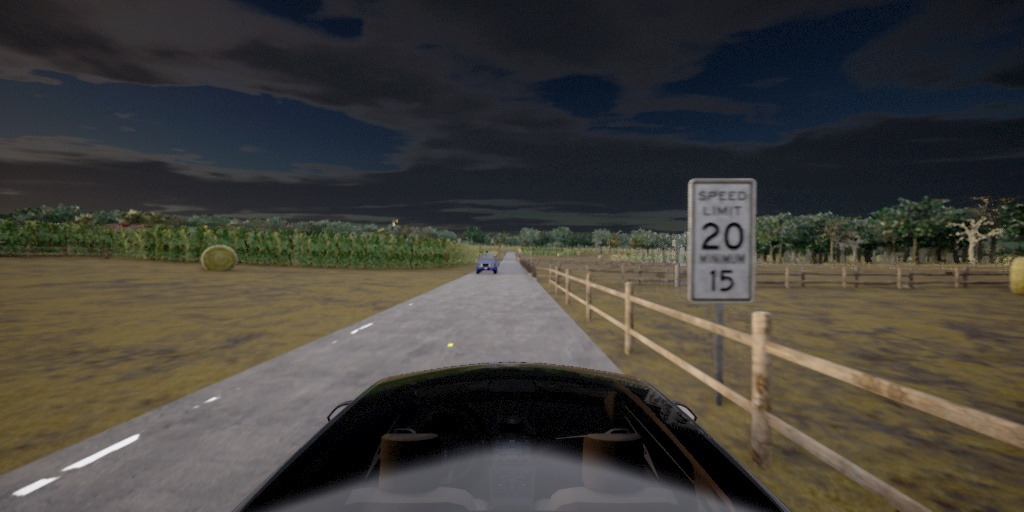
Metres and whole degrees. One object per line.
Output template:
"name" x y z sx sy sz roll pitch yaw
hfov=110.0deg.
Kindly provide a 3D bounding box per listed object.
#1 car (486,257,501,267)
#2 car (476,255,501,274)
"car" -2.704 0.909 52.704 1.994 1.385 4.181 0 0 0
"car" -2.715 0.896 39.875 2.150 2.045 5.566 0 0 0
